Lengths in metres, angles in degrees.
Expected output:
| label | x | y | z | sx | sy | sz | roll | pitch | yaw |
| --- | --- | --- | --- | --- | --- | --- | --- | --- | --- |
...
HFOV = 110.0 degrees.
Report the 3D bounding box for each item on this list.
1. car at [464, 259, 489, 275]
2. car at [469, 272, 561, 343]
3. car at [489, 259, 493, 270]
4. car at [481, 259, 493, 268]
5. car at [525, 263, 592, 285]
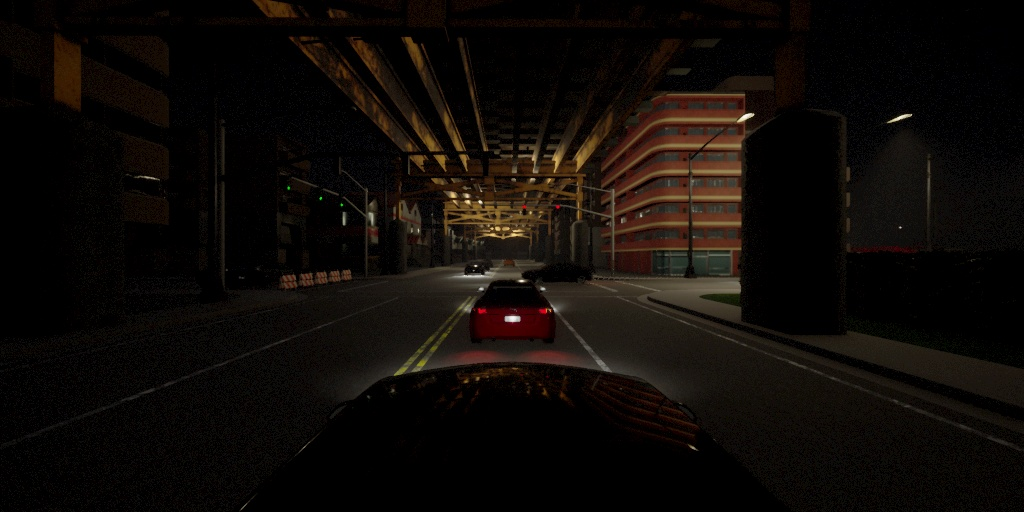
| label | x | y | z | sx | sy | sz | roll | pitch | yaw |
| --- | --- | --- | --- | --- | --- | --- | --- | --- | --- |
| car | -3.933 | 1.314 | 38.667 | 1.994 | 1.385 | 4.181 | 0 | 0 | 0 |
| car | 0.006 | 1.314 | 9.663 | 1.994 | 1.385 | 4.181 | 0 | 0 | 0 |
| car | -4.028 | 1.351 | 48.781 | 1.895 | 1.301 | 4.718 | 0 | 0 | 0 |
| car | -4.111 | 1.260 | 59.425 | 1.812 | 1.442 | 4.674 | 0 | 0 | 0 |
| car | 3.109 | 1.227 | 25.181 | 5.008 | 1.535 | 1.882 | 0 | 0 | -12 |
